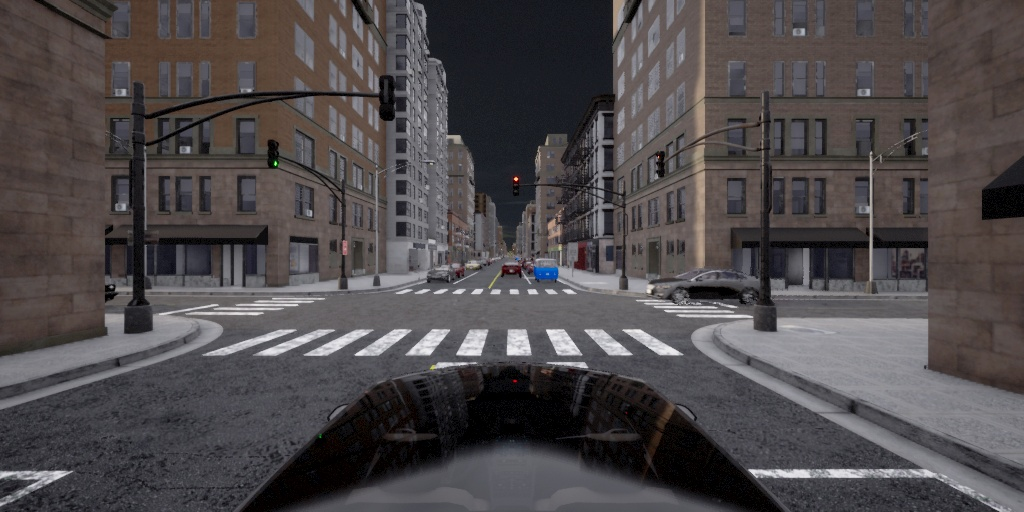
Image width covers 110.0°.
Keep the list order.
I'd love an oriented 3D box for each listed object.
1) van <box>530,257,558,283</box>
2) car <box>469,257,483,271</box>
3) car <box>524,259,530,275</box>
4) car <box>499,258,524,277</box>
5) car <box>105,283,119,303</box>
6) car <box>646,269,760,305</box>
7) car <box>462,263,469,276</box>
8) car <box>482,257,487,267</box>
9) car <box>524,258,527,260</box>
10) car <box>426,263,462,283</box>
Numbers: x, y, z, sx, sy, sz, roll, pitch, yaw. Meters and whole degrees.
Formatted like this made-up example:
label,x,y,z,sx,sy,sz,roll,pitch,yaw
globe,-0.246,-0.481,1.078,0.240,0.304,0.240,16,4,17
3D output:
label,x,y,z,sx,sy,sz,roll,pitch,yaw
van,2.579,1.089,27.932,1.690,1.789,3.998,0,0,0
car,-5.496,1.269,50.464,1.751,1.417,4.829,0,0,0
car,2.554,1.330,39.295,1.802,1.307,4.207,0,0,0
car,-0.031,1.226,35.979,1.882,1.535,5.008,0,0,1
car,-17.228,1.254,12.730,4.718,1.301,1.895,0,0,-2
car,8.486,1.301,15.779,4.902,1.511,2.128,0,0,0
car,-5.459,1.293,33.587,1.888,1.381,4.507,0,0,0
car,-5.509,1.305,56.316,1.948,1.339,4.313,0,0,0
car,2.528,1.326,50.658,1.802,1.307,4.207,0,0,0
car,-5.446,1.299,27.906,2.007,1.370,4.403,0,0,0
